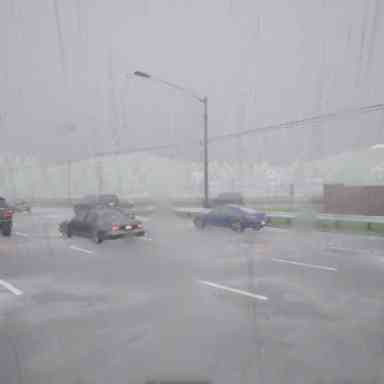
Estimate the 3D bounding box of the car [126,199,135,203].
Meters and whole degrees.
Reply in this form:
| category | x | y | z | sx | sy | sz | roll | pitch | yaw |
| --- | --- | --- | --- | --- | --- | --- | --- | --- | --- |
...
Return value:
| category | x | y | z | sx | sy | sz | roll | pitch | yaw |
| --- | --- | --- | --- | --- | --- | --- | --- | --- | --- |
| car | -9.305 | 1.480 | 41.384 | 4.674 | 1.442 | 1.812 | 0 | 0 | 4 |

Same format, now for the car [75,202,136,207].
| category | x | y | z | sx | sy | sz | roll | pitch | yaw |
| --- | --- | --- | --- | --- | --- | --- | --- | --- | --- |
| car | -5.936 | 1.582 | 22.281 | 1.895 | 1.301 | 4.718 | -1 | 0 | -44 |

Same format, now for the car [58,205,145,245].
| category | x | y | z | sx | sy | sz | roll | pitch | yaw |
| --- | --- | --- | --- | --- | --- | --- | --- | --- | --- |
| car | -4.392 | 1.535 | 15.652 | 2.033 | 1.411 | 5.357 | -1 | 0 | -44 |

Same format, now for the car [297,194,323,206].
| category | x | y | z | sx | sy | sz | roll | pitch | yaw |
| --- | --- | --- | --- | --- | --- | --- | --- | --- | --- |
| car | 17.232 | 1.068 | 47.084 | 4.553 | 1.767 | 2.097 | 0 | 0 | -19 |

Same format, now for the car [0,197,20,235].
| category | x | y | z | sx | sy | sz | roll | pitch | yaw |
| --- | --- | --- | --- | --- | --- | --- | --- | --- | --- |
| car | -11.461 | 1.262 | 17.918 | 2.150 | 2.045 | 5.566 | -1 | 0 | -44 |

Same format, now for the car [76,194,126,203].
| category | x | y | z | sx | sy | sz | roll | pitch | yaw |
| --- | --- | --- | --- | --- | --- | --- | --- | --- | --- |
| car | -8.609 | 1.206 | 30.072 | 2.150 | 2.045 | 5.566 | -1 | 1 | -44 |

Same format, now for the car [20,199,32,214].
| category | x | y | z | sx | sy | sz | roll | pitch | yaw |
| --- | --- | --- | --- | --- | --- | --- | --- | --- | --- |
| car | -18.747 | 1.542 | 35.513 | 2.128 | 1.511 | 4.902 | -1 | 0 | -44 |

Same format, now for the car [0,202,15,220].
| category | x | y | z | sx | sy | sz | roll | pitch | yaw |
| --- | --- | --- | --- | --- | --- | --- | --- | --- | --- |
| car | -17.443 | 1.605 | 29.138 | 2.033 | 1.411 | 5.357 | -1 | 0 | -44 |

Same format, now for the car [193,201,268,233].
| category | x | y | z | sx | sy | sz | roll | pitch | yaw |
| --- | --- | --- | --- | --- | --- | --- | --- | --- | --- |
| car | 2.102 | 1.450 | 18.989 | 1.812 | 1.442 | 4.674 | -1 | 0 | -44 |

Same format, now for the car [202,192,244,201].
| category | x | y | z | sx | sy | sz | roll | pitch | yaw |
| --- | --- | --- | --- | --- | --- | --- | --- | --- | --- |
| car | 3.935 | 1.061 | 42.748 | 5.566 | 2.045 | 2.150 | 0 | 0 | -16 |
